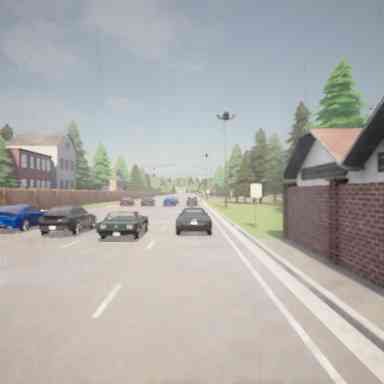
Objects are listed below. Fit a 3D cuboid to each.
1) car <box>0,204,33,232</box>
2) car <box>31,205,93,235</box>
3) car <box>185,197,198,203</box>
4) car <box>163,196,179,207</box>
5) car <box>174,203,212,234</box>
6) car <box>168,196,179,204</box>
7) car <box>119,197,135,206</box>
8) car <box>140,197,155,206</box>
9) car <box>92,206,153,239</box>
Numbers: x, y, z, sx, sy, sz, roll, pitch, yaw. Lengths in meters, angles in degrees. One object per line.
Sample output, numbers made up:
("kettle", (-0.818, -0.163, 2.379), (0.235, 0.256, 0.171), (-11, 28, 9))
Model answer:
("car", (-10.401, 1.488, 20.350), (1.882, 1.535, 5.008), (0, 0, 0))
("car", (-6.900, 1.514, 18.856), (1.837, 1.490, 4.892), (0, 0, 0))
("car", (-0.003, 1.518, 54.051), (2.128, 1.511, 4.902), (0, 0, 0))
("car", (-3.503, 1.504, 52.899), (1.882, 1.535, 5.008), (0, 0, 0))
("car", (0.100, 1.574, 19.281), (1.994, 1.385, 4.181), (0, 0, 0))
("car", (-3.503, 1.558, 63.318), (1.812, 1.442, 4.674), (0, 0, 0))
("car", (-10.503, 1.553, 54.051), (1.812, 1.442, 4.674), (0, 0, 0))
("car", (-7.003, 1.518, 52.898), (2.128, 1.511, 4.902), (0, 0, 0))
("car", (-3.399, 1.609, 17.234), (1.895, 1.301, 4.718), (0, 0, 0))
